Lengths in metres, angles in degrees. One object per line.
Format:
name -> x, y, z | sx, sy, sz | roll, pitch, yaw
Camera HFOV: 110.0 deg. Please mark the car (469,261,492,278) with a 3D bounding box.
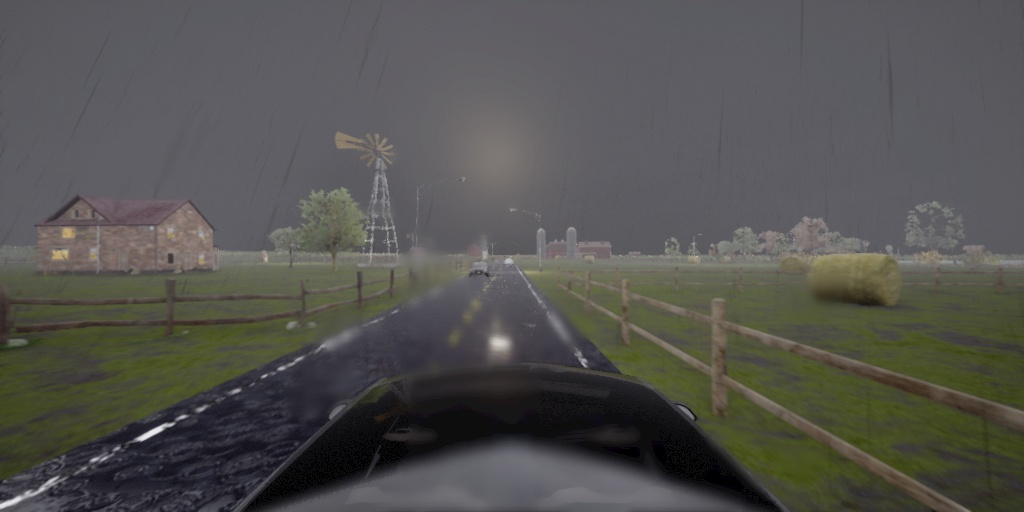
car -> -3.042, 1.267, 34.949 | 1.837, 1.490, 4.892 | 0, 0, -1
